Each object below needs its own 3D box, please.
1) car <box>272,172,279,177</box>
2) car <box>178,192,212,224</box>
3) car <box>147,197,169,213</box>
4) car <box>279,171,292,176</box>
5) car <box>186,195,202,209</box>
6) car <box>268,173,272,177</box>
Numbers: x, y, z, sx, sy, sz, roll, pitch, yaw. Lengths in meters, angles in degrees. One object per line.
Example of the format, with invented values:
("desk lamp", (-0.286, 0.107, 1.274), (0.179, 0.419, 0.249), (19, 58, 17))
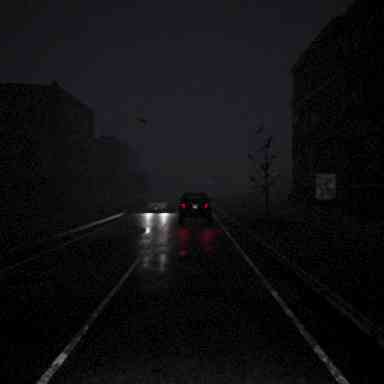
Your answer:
("car", (22.843, -4.399, 85.327), (2.097, 1.535, 5.008), (0, 1, -3))
("car", (0.205, 1.035, 23.377), (2.150, 2.045, 5.566), (0, 0, 0))
("car", (-3.370, 1.261, 33.631), (1.812, 1.442, 4.674), (0, 0, 1))
("car", (23.285, -4.382, 79.819), (2.185, 1.767, 4.553), (0, 1, -5))
("car", (0.287, 1.154, 41.483), (1.882, 1.535, 5.008), (0, 1, 0))
("car", (22.517, -4.502, 90.865), (2.002, 1.452, 4.674), (0, 1, -2))
